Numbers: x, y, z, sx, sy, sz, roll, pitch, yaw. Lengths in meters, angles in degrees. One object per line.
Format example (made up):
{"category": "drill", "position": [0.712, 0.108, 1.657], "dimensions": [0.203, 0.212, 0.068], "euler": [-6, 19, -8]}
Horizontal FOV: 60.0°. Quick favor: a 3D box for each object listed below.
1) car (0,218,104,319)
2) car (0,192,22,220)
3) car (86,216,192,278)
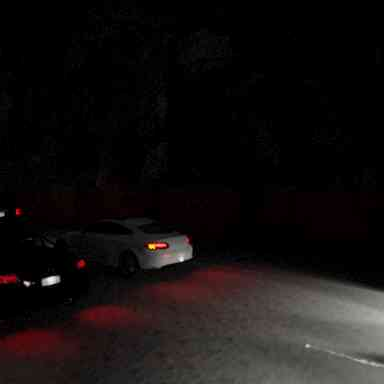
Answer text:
{"category": "car", "position": [-4.059, 1.480, 6.921], "dimensions": [4.181, 1.385, 1.994], "euler": [1, 0, 36]}
{"category": "car", "position": [-10.203, 1.021, 15.650], "dimensions": [5.566, 2.045, 2.150], "euler": [1, 0, 36]}
{"category": "car", "position": [-2.136, 1.440, 9.849], "dimensions": [4.674, 1.442, 1.812], "euler": [1, 0, 36]}
